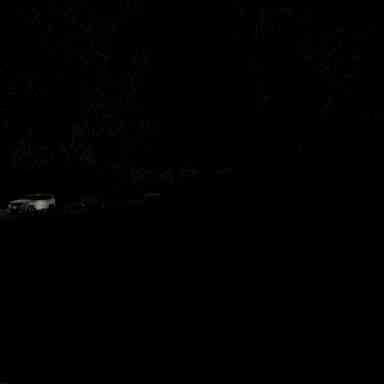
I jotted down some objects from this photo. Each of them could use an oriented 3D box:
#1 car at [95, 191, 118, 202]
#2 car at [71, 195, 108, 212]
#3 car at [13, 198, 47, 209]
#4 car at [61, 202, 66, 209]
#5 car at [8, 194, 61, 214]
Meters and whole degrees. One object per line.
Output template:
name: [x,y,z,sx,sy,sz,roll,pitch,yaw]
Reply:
car: [-13.426,0.840,51.185,2.150,2.045,5.566,0,0,13]
car: [-12.558,1.478,40.067,1.882,1.535,5.008,0,0,14]
car: [-22.060,1.565,45.433,1.994,1.385,4.181,0,0,14]
car: [-18.818,1.601,43.964,1.895,1.301,4.718,0,0,14]
car: [-17.128,1.222,36.041,2.150,2.045,5.566,0,0,13]
